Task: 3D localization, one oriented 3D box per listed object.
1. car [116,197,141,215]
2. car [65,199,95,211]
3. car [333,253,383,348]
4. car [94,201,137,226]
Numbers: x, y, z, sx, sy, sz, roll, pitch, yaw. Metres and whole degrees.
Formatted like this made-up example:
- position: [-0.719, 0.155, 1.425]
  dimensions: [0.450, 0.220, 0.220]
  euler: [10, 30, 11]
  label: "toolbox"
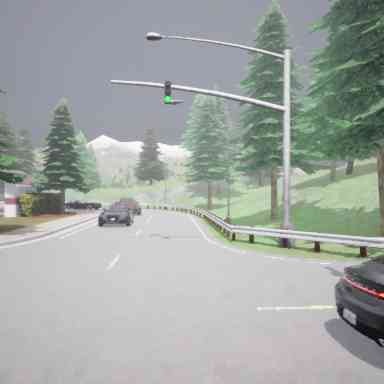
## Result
- position: [-6.387, 1.304, 32.559]
  dimensions: [2.097, 1.767, 4.553]
  euler: [0, 0, -22]
  label: "car"
- position: [-13.303, 1.546, 39.993]
  dimensions: [4.718, 1.301, 1.895]
  euler: [0, 0, 12]
  label: "car"
- position: [4.650, 1.575, 4.855]
  dimensions: [4.892, 1.490, 1.837]
  euler: [2, 0, -4]
  label: "car"
- position: [-5.113, 1.529, 22.816]
  dimensions: [1.994, 1.385, 4.181]
  euler: [0, 0, -5]
  label: "car"
